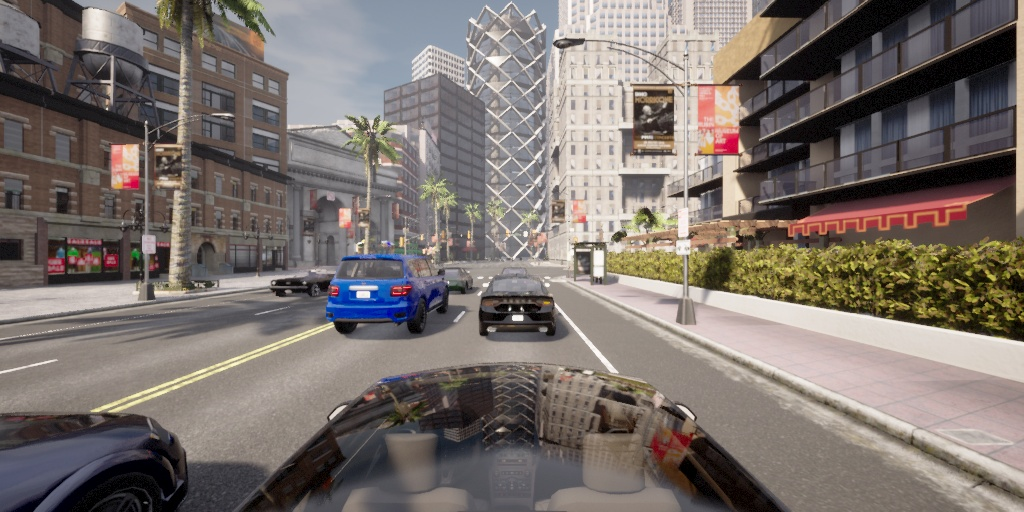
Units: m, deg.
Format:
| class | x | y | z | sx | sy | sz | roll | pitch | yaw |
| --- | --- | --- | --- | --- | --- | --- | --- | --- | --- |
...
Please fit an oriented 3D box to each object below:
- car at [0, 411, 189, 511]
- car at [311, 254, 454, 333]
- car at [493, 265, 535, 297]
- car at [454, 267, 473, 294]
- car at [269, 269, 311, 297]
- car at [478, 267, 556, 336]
| class | x | y | z | sx | sy | sz | roll | pitch | yaw |
| --- | --- | --- | --- | --- | --- | --- | --- | --- | --- |
| car | -3.341 | 1.314 | 0.846 | 1.994 | 1.385 | 4.181 | 0 | 0 | 0 |
| car | -3.379 | 0.971 | 10.855 | 2.150 | 2.045 | 5.566 | 0 | 0 | 0 |
| car | 0.139 | 1.297 | 20.041 | 2.033 | 1.411 | 5.357 | 0 | 0 | 0 |
| car | -3.355 | 1.313 | 20.214 | 1.994 | 1.385 | 4.181 | 0 | 0 | 0 |
| car | -10.462 | 1.350 | 18.982 | 1.895 | 1.301 | 4.718 | 0 | 0 | 0 |
| car | 0.128 | 1.227 | 10.451 | 1.882 | 1.535 | 5.008 | 0 | 0 | 0 |
